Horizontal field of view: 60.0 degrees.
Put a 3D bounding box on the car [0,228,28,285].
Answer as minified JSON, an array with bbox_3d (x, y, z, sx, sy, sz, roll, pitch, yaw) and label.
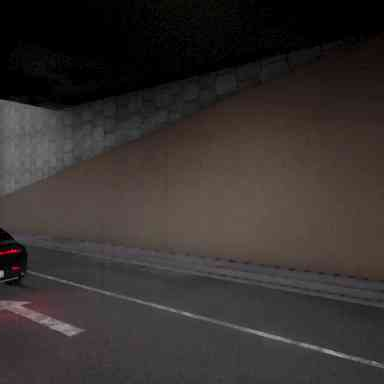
[{"bbox_3d":[-6.001,1.502,8.278,4.892,1.490,1.837,-1,-1,36],"label":"car"}]
